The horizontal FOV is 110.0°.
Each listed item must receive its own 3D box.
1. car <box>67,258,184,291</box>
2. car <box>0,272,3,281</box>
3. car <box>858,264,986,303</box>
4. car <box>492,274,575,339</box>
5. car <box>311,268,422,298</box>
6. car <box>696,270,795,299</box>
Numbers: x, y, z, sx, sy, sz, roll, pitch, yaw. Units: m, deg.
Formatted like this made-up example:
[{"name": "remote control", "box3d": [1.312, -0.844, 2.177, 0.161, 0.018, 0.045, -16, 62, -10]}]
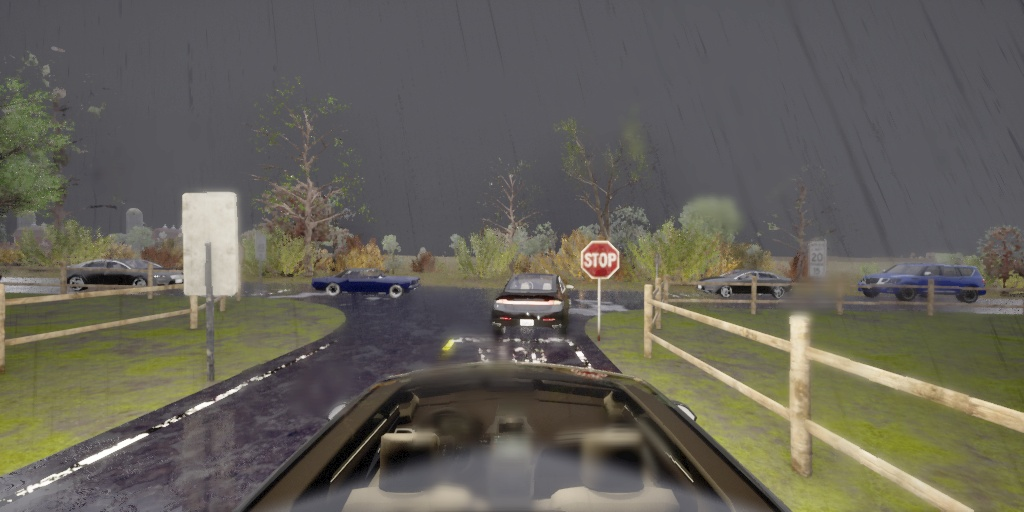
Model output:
[{"name": "car", "box3d": [-18.480, 0.885, 17.267, 4.902, 1.511, 2.128, 1, 1, 0]}, {"name": "car", "box3d": [-27.784, 0.717, 17.280, 4.674, 1.442, 1.812, 1, 1, 0]}, {"name": "car", "box3d": [22.911, 1.466, 20.138, 5.566, 2.045, 2.150, 1, 1, 0]}, {"name": "car", "box3d": [0.712, 1.240, 10.206, 2.128, 1.511, 4.902, 0, 0, 9]}, {"name": "car", "box3d": [-6.812, 1.248, 17.242, 4.718, 1.301, 1.895, 1, 1, 0]}, {"name": "car", "box3d": [13.015, 1.525, 20.156, 4.902, 1.511, 2.128, 1, 1, 0]}]
